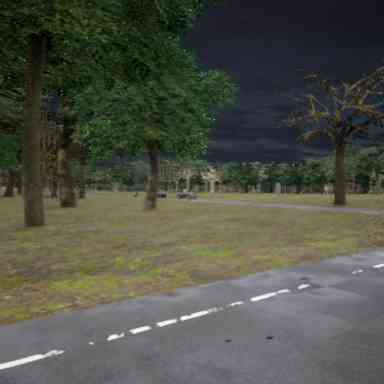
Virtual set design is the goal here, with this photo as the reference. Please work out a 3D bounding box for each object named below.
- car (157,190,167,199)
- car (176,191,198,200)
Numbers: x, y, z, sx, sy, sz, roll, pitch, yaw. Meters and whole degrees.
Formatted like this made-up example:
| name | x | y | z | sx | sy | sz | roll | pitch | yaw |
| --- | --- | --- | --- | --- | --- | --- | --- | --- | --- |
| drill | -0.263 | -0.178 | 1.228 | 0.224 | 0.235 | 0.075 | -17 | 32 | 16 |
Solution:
| name | x | y | z | sx | sy | sz | roll | pitch | yaw |
| --- | --- | --- | --- | --- | --- | --- | --- | --- | --- |
| car | -6.940 | 0.426 | 68.092 | 2.097 | 1.767 | 4.553 | 2 | -1 | -36 |
| car | -0.944 | 0.630 | 59.778 | 2.128 | 1.511 | 4.902 | 2 | -1 | -35 |
